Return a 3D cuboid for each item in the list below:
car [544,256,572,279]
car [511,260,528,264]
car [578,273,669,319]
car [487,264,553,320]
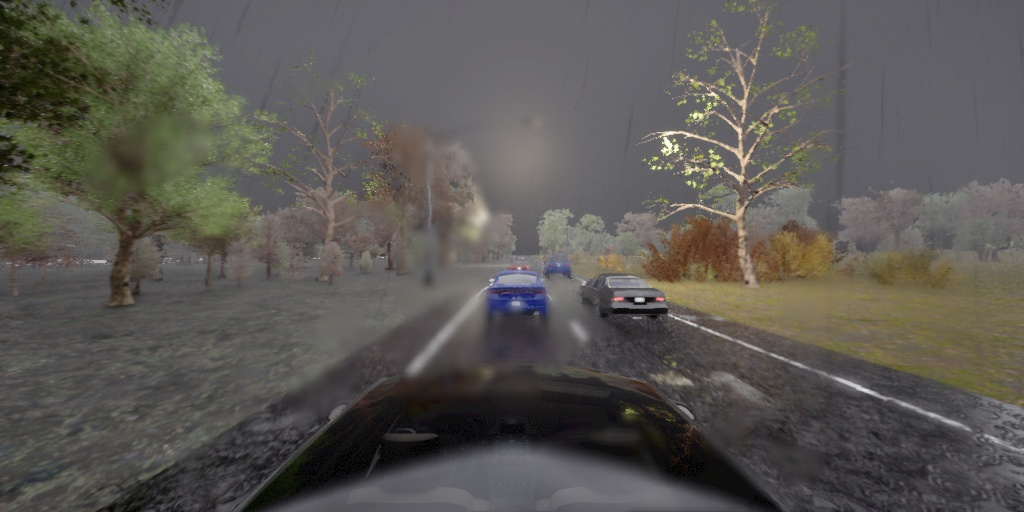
[{"bbox_3d":[4.171,0.979,32.894,2.150,2.045,5.566,0,0,2],"label":"car"},{"bbox_3d":[0.686,1.108,33.185,2.097,1.767,4.553,0,0,2],"label":"car"},{"bbox_3d":[3.684,1.301,12.761,2.033,1.411,5.357,0,0,1],"label":"car"},{"bbox_3d":[0.202,1.230,12.677,1.882,1.535,5.008,0,0,1],"label":"car"}]
